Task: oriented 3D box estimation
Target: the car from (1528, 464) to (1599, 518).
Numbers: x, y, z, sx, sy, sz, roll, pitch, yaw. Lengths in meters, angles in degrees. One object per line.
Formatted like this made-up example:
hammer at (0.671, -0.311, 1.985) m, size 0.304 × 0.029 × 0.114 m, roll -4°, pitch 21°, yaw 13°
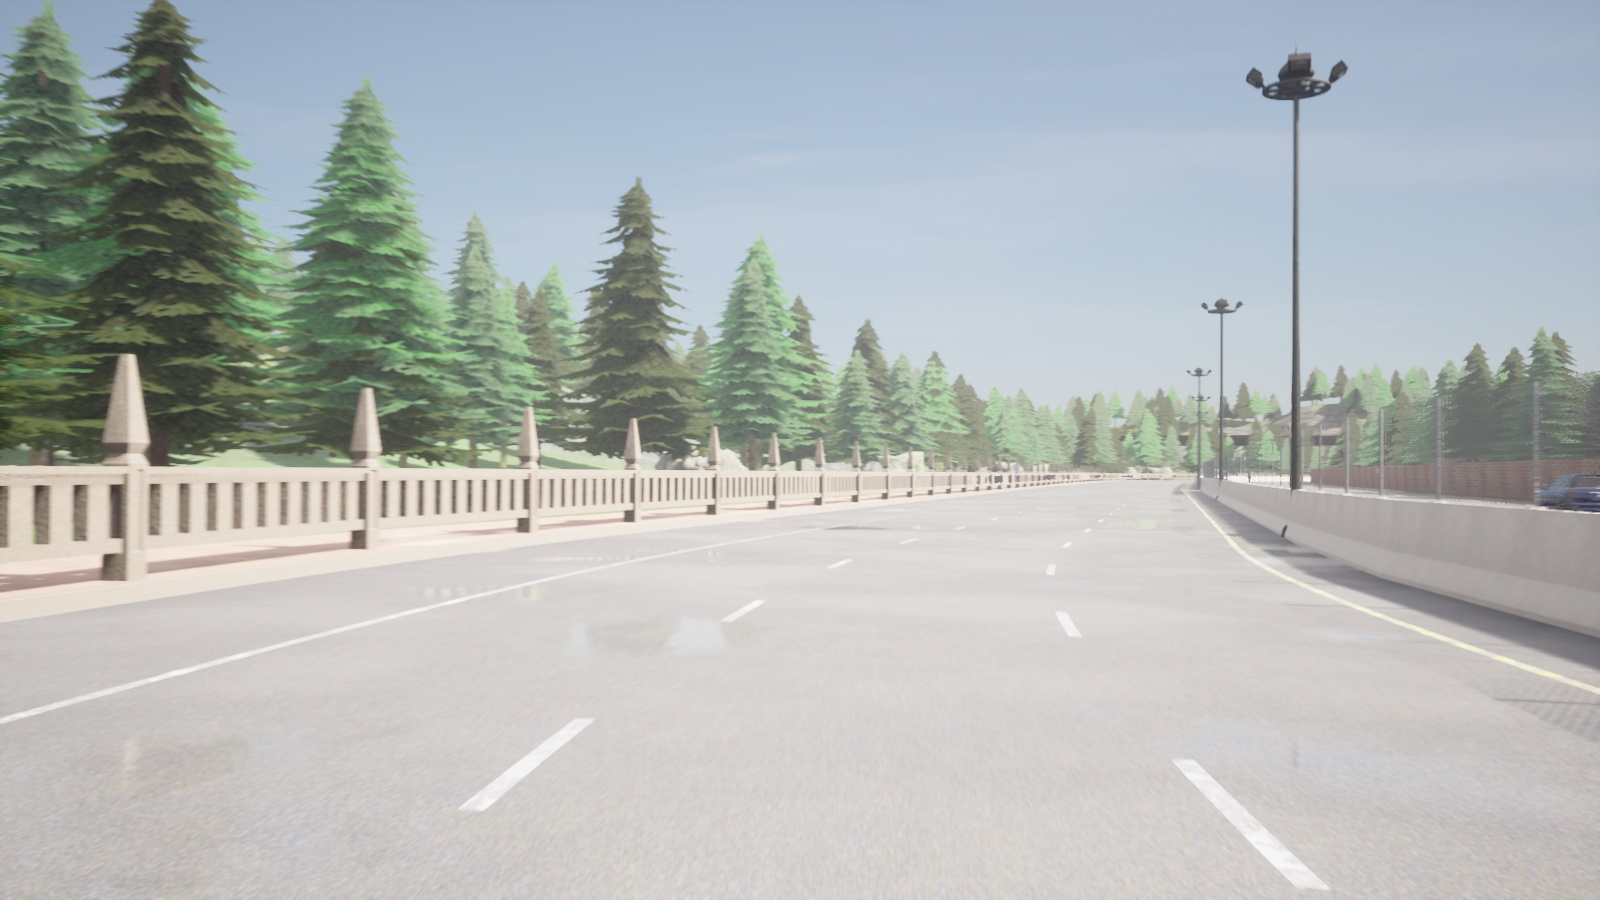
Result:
car at (26.969, 1.382, 43.386) m, size 2.097 × 1.767 × 4.553 m, roll 0°, pitch -1°, yaw 16°
